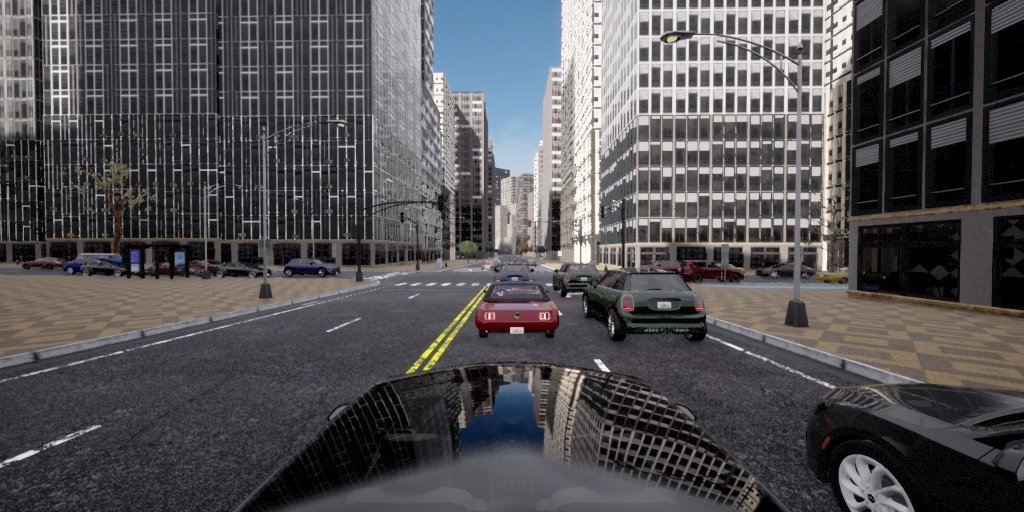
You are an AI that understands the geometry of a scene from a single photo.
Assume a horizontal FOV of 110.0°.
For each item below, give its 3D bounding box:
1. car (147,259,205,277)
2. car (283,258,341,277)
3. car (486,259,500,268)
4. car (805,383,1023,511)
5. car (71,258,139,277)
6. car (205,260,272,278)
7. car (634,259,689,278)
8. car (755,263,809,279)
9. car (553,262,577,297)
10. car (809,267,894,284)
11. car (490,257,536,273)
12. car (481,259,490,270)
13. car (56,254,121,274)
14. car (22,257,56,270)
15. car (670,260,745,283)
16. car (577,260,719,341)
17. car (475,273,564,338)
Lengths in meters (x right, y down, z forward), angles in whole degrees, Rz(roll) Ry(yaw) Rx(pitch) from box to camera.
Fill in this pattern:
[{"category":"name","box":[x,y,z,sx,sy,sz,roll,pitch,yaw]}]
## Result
[{"category":"car","box":[-28.365,1.138,30.343,4.207,1.307,1.802,0,0,1]},{"category":"car","box":[-18.178,0.957,32.770,4.553,1.767,2.097,1,1,2]},{"category":"car","box":[-3.217,1.251,60.260,2.033,1.411,5.357,0,0,0]},{"category":"car","box":[3.341,1.255,0.953,1.837,1.490,4.892,0,0,0]},{"category":"car","box":[-34.045,1.069,30.527,4.313,1.339,1.948,0,0,1]},{"category":"car","box":[-22.681,1.174,30.199,4.313,1.339,1.948,0,0,1]},{"category":"car","box":[14.683,1.198,35.461,4.553,1.767,2.097,1,1,2]},{"category":"car","box":[26.656,1.458,35.175,4.892,1.490,1.837,1,1,1]},{"category":"car","box":[3.379,1.093,18.945,2.097,1.767,4.553,0,0,0]},{"category":"car","box":[27.691,1.579,29.380,4.829,1.417,1.751,0,0,1]},{"category":"car","box":[0.130,1.092,19.097,2.097,1.767,4.553,0,0,0]},{"category":"car","box":[-3.241,1.241,50.572,1.812,1.442,4.674,0,0,0]},{"category":"car","box":[-38.432,0.898,33.260,5.008,1.535,1.882,1,1,2]},{"category":"car","box":[-50.902,0.793,39.335,4.207,1.307,1.802,0,0,1]},{"category":"car","box":[16.243,1.269,29.599,5.009,1.841,2.192,0,0,1]},{"category":"car","box":[3.356,1.098,10.008,2.097,1.767,4.553,0,0,0]},{"category":"car","box":[0.112,1.347,10.104,1.895,1.301,4.718,0,0,0]}]
